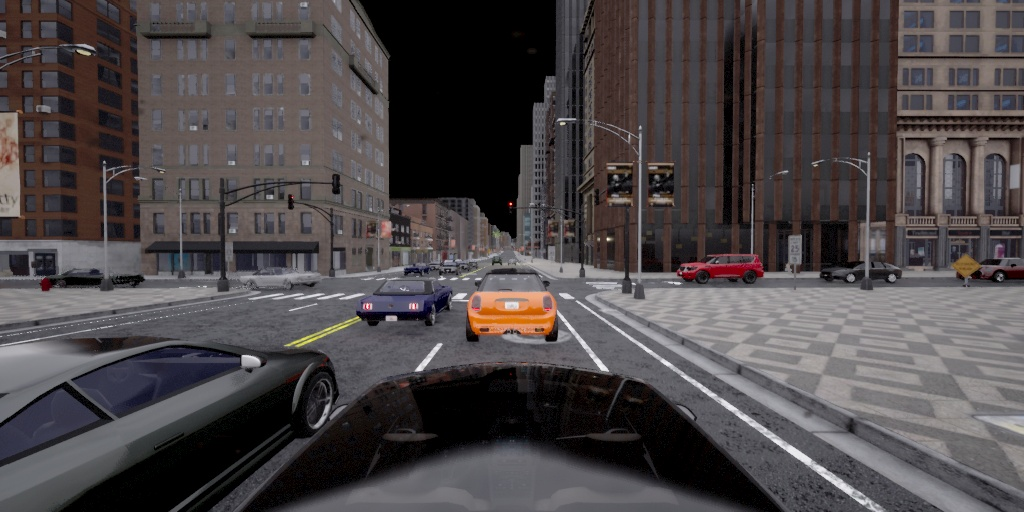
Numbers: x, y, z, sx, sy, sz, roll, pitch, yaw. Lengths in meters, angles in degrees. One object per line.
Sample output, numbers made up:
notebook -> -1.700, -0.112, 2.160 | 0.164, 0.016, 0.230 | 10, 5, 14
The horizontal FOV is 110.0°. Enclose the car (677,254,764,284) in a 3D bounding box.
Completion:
car -> 14.833, 0.876, 25.633 | 5.566, 2.045, 2.150 | 0, 1, 0

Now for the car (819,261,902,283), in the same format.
car -> 24.888, 1.119, 25.673 | 4.892, 1.490, 1.837 | 0, 1, 0

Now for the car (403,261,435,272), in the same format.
car -> -9.861, 1.367, 37.637 | 1.895, 1.301, 4.718 | 0, 0, 0

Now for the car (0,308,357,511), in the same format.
car -> -3.158, 1.314, 2.790 | 1.994, 1.385, 4.181 | 0, 0, 1

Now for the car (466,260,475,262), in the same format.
car -> -6.613, 1.338, 48.804 | 1.994, 1.385, 4.181 | 0, 0, 0

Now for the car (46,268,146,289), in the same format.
car -> -27.278, 1.461, 23.633 | 4.718, 1.301, 1.895 | 0, 1, 0

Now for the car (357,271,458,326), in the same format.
car -> -3.152, 1.350, 11.610 | 1.895, 1.301, 4.718 | 0, 0, 0

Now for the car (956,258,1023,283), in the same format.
car -> 35.007, 0.926, 25.706 | 4.553, 1.767, 2.097 | 0, 1, 0

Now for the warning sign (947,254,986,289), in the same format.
warning sign -> 25.173, 0.827, 19.872 | 1.060, 1.860, 1.300 | 0, 0, 0

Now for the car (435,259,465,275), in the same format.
car -> -6.610, 1.331, 38.846 | 1.994, 1.385, 4.181 | 0, 0, 0

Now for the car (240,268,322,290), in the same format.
car -> -14.391, 1.391, 22.427 | 4.718, 1.301, 1.895 | -1, 0, 17

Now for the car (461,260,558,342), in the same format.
car -> 0.007, 1.101, 9.959 | 2.097, 1.767, 4.553 | 0, 0, 0

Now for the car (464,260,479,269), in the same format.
car -> -6.598, 1.343, 58.824 | 1.994, 1.385, 4.181 | 0, 0, 0
